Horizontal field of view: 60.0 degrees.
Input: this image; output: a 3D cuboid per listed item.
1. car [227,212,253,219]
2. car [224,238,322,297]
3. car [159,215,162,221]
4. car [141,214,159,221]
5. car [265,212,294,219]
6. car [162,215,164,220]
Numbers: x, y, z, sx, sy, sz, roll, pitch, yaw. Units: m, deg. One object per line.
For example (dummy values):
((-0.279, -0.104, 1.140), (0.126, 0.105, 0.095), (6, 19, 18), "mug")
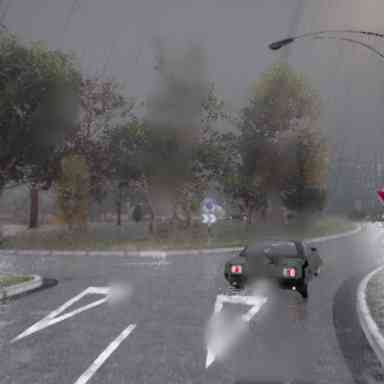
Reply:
((9.153, 4.562, 63.679), (4.892, 1.490, 1.837), (-3, -6, 33), "car")
((2.565, 1.972, 9.589), (1.895, 1.301, 4.718), (-3, -5, 25), "car")
((-11.857, 7.119, 91.724), (5.566, 2.045, 2.435), (1, -5, -16), "car")
((-12.053, 7.101, 88.759), (4.892, 1.521, 2.231), (1, -5, -16), "car")
((14.420, 3.966, 54.900), (1.895, 1.301, 4.718), (4, -6, -36), "car")
((-11.565, 7.390, 94.700), (5.566, 2.045, 2.435), (1, -6, -15), "car")
